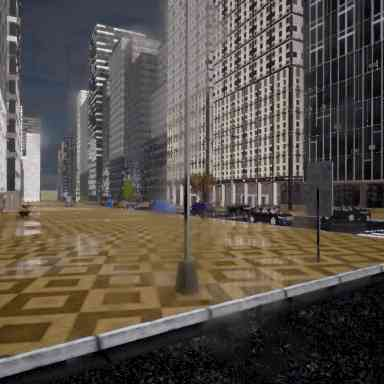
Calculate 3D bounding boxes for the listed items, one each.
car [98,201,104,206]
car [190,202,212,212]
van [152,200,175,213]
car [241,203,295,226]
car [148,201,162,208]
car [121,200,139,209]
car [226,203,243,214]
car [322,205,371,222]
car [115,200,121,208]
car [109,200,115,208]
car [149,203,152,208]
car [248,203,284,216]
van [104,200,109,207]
[{"bbox_3d":[-23.297,3.053,86.695,1.887,1.381,4.507,-1,-1,-26],"label":"car"},{"bbox_3d":[1.255,2.228,49.260,1.812,1.442,4.674,0,-1,-26],"label":"car"},{"bbox_3d":[-3.709,2.005,46.194,1.690,1.788,3.998,-1,-1,-26],"label":"van"},{"bbox_3d":[6.091,1.813,25.938,2.008,1.369,4.403,-1,-1,-26],"label":"car"},{"bbox_3d":[-8.406,2.808,75.155,1.802,1.307,4.206,-1,-1,-26],"label":"car"},{"bbox_3d":[-11.052,2.525,61.380,2.008,1.369,4.403,-1,-1,-26],"label":"car"},{"bbox_3d":[6.288,2.168,44.777,1.947,1.339,4.313,-1,-1,-26],"label":"car"},{"bbox_3d":[13.635,1.854,29.587,2.008,1.369,4.403,-1,-1,-26],"label":"car"},{"bbox_3d":[-13.428,2.602,66.291,1.752,1.417,4.829,-1,-1,-26],"label":"car"},{"bbox_3d":[-15.950,2.731,71.507,1.887,1.381,4.507,-1,-1,-26],"label":"car"},{"bbox_3d":[-7.035,2.557,66.388,1.837,1.490,4.892,0,-2,-26],"label":"car"},{"bbox_3d":[8.737,2.068,39.714,1.947,1.339,4.313,-1,-1,-26],"label":"car"},{"bbox_3d":[-18.403,2.634,76.571,1.690,1.788,3.998,-1,-1,-26],"label":"van"}]
